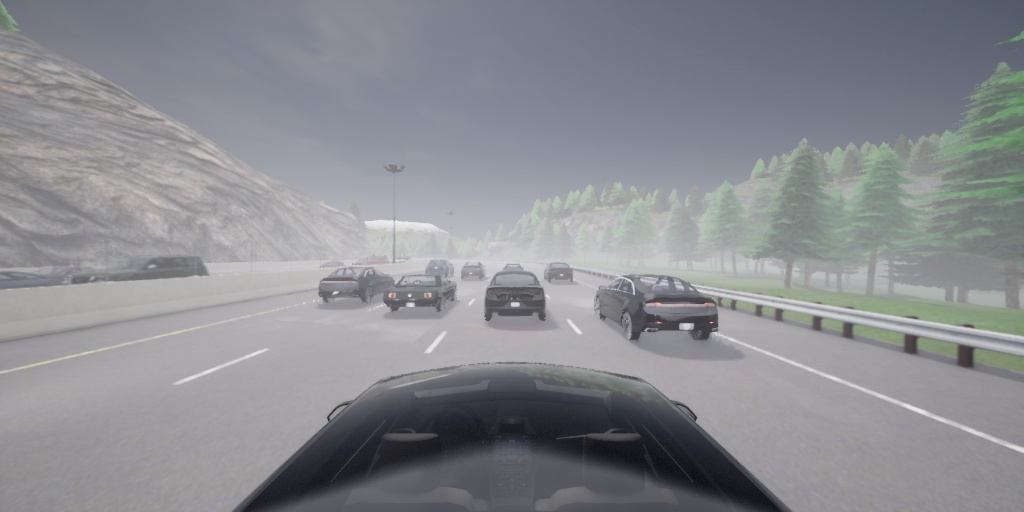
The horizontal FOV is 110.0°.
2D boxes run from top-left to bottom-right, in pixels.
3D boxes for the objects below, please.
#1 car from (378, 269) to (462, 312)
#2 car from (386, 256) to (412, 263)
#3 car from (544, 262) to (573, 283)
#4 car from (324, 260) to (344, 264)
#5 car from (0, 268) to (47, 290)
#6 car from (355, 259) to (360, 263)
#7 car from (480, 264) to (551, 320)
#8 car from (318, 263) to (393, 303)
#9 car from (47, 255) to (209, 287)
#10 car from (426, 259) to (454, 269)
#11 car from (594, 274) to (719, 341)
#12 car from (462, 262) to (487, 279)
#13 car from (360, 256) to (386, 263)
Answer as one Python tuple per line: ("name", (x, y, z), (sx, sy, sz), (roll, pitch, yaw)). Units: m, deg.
("car", (-3.401, 1.351, 14.258), (1.895, 1.301, 4.718), (0, 0, 0))
("car", (-17.549, 0.974, 56.887), (2.150, 2.045, 5.566), (0, 0, 1))
("car", (3.602, 1.228, 28.422), (1.882, 1.535, 5.008), (0, 0, 0))
("car", (-28.038, 1.316, 56.470), (1.994, 1.385, 4.181), (0, 0, 1))
("car", (-21.098, 1.315, 14.435), (1.994, 1.385, 4.181), (0, 0, 0))
("car", (-24.527, 1.105, 59.681), (2.097, 1.767, 4.553), (0, 0, 1))
("car", (0.097, 1.228, 12.679), (1.882, 1.535, 5.008), (0, 0, 0))
("car", (-6.899, 1.242, 16.448), (2.128, 1.511, 4.902), (0, 0, 0))
("car", (-17.598, 0.972, 17.257), (2.150, 2.045, 5.566), (0, 0, 0))
("car", (-6.899, 1.103, 34.720), (2.097, 1.767, 4.553), (0, 0, 0))
("car", (3.600, 1.242, 9.814), (2.128, 1.511, 4.902), (0, 0, 0))
("car", (-3.399, 1.243, 32.112), (2.128, 1.511, 4.902), (0, 0, 0))
("car", (-21.048, 0.974, 55.900), (2.150, 2.045, 5.566), (0, 0, 1))
